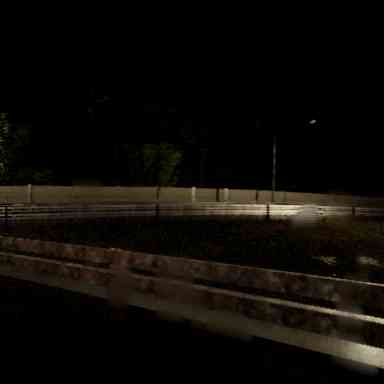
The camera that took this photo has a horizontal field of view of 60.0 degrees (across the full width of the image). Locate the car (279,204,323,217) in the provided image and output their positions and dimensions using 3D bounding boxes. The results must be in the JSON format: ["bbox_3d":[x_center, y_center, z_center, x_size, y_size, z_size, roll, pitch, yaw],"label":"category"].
[{"bbox_3d":[12.594,2.139,38.387,5.357,1.411,2.033,2,-1,-21],"label":"car"}]
